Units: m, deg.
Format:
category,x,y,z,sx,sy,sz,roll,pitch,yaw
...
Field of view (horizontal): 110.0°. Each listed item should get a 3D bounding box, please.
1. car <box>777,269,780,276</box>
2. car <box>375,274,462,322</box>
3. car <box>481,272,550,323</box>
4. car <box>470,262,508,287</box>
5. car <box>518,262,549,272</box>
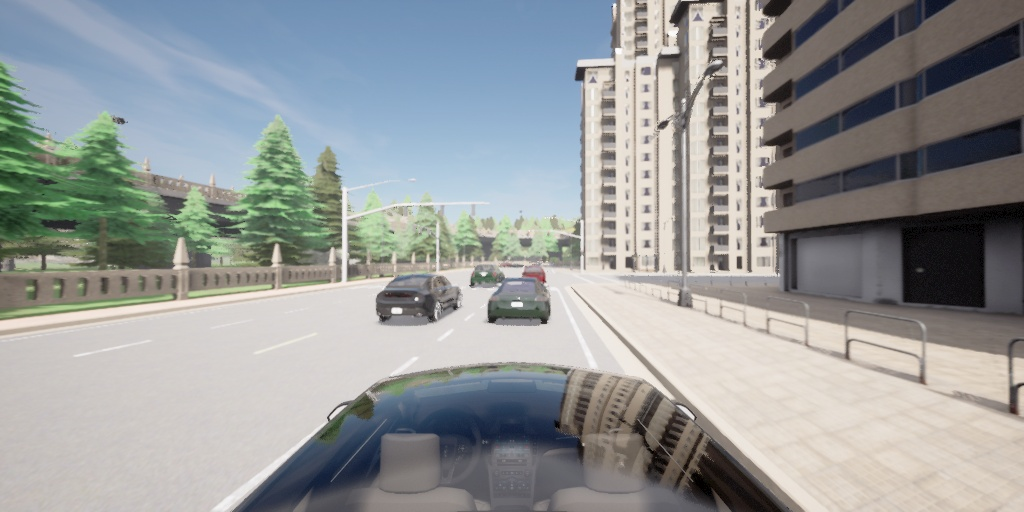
category,x,y,z,sx,sy,sz,roll,pitch,yaw
car,34.983,1.761,43.459,5.008,1.535,1.882,0,-1,5
car,-3.146,1.378,12.934,1.837,1.490,4.892,0,0,6
car,0.347,1.436,12.702,1.994,1.385,4.181,0,-1,6
car,-1.836,1.388,27.754,2.097,1.767,4.553,0,-1,6
car,1.774,1.527,28.729,1.882,1.535,5.008,0,0,6
